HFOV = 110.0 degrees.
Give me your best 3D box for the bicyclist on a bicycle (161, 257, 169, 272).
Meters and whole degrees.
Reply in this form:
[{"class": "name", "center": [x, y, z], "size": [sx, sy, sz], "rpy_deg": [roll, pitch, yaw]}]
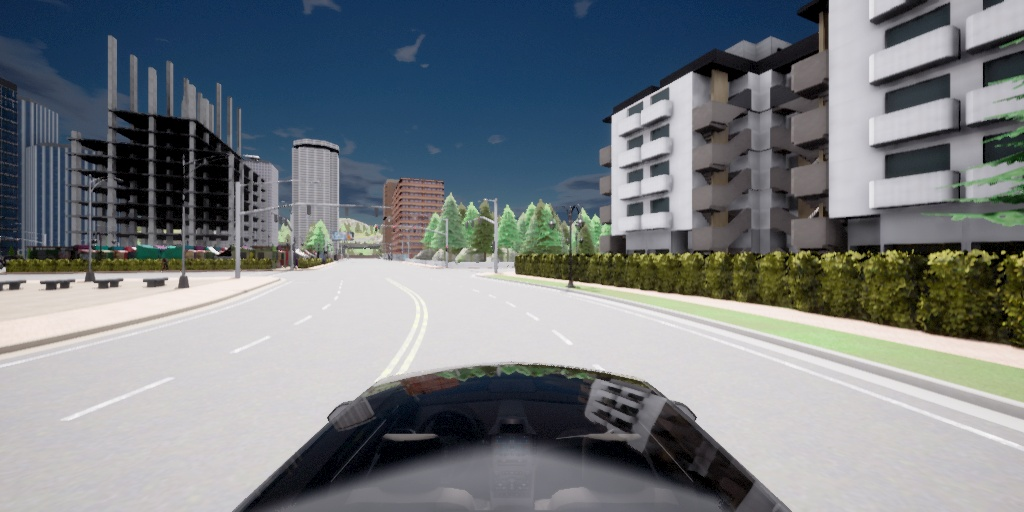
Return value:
[{"class": "bicyclist on a bicycle", "center": [-40.938, 0.980, 42.275], "size": [0.582, 1.620, 1.656], "rpy_deg": [0, 5, -21]}]
